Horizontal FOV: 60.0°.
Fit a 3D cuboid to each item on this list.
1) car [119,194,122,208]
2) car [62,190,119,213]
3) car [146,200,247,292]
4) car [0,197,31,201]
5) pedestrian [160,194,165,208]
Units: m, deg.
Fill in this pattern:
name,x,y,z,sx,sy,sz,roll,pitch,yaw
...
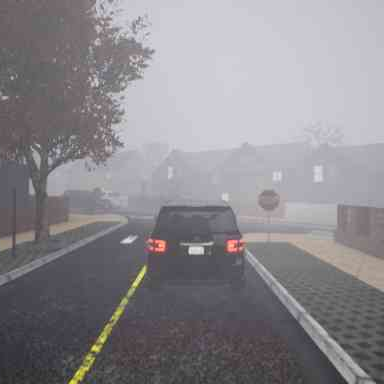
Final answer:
name,x,y,z,sx,sy,sz,roll,pitch,yaw
car,-9.846,0.873,34.913,5.566,2.045,2.150,2,0,32
car,-10.040,0.859,31.559,5.566,2.045,2.150,2,0,32
car,0.100,1.221,9.085,2.150,2.045,5.566,0,0,0
car,-19.520,0.815,37.499,5.357,1.411,2.033,2,0,32
pedestrian,-3.107,1.070,34.121,0.375,1.860,0.375,-1,-5,32
